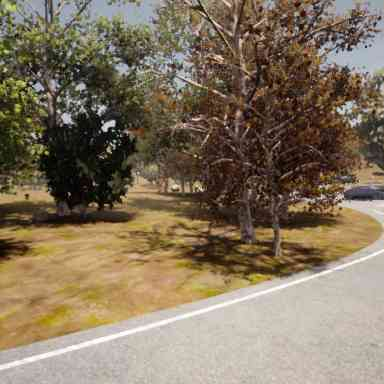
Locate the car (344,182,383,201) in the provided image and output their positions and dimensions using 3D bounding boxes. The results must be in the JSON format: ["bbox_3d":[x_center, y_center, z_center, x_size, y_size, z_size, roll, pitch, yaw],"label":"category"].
[{"bbox_3d":[17.151,0.079,32.401,1.994,1.385,4.181,-6,4,-40],"label":"car"}]

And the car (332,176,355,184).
[{"bbox_3d":[29.082,-2.281,64.294,4.902,1.511,2.128,-4,3,-15],"label":"car"}]

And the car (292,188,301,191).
[{"bbox_3d":[16.222,-1.061,53.593,2.097,1.767,4.553,-2,3,27],"label":"car"}]
